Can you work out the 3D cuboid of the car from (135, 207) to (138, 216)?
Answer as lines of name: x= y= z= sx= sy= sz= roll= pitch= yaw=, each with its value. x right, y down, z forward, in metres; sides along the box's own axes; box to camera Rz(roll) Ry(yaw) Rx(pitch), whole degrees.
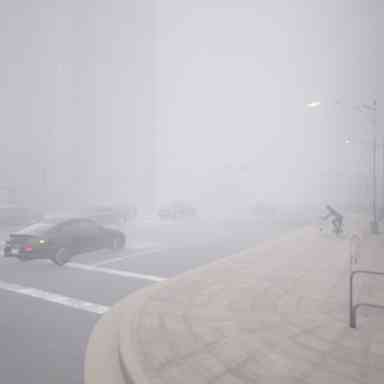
car: x=-6.806 y=1.653 z=28.701 sx=1.882 sy=1.535 sz=5.008 roll=0 pitch=0 yaw=31

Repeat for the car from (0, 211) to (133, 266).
car: x=-4.344 y=1.626 z=12.095 sx=1.812 sy=1.442 sz=4.674 roll=-1 pitch=-1 yaw=25

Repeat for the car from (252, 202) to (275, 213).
car: x=8.882 y=1.898 z=41.121 sx=1.994 sy=1.385 sz=4.181 roll=0 pitch=0 yaw=28

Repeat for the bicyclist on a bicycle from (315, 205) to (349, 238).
bicyclist on a bicycle: x=7.123 y=1.494 z=16.967 sx=1.656 sy=1.620 sz=0.582 roll=0 pitch=0 yaw=31

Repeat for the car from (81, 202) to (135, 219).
car: x=-6.410 y=1.649 z=22.553 sx=1.837 sy=1.490 sz=4.892 roll=0 pitch=0 yaw=31

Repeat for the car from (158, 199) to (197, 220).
car: x=-1.269 y=1.726 z=31.113 sx=1.837 sy=1.490 sz=4.892 roll=0 pitch=0 yaw=31

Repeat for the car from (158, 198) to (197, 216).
car: x=-1.555 y=1.606 z=37.399 sx=2.097 sy=1.767 sz=4.553 roll=0 pitch=0 yaw=31

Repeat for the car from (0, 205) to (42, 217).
car: x=-11.697 y=1.608 z=20.584 sx=1.837 sy=1.490 sz=4.892 roll=0 pitch=0 yaw=32
